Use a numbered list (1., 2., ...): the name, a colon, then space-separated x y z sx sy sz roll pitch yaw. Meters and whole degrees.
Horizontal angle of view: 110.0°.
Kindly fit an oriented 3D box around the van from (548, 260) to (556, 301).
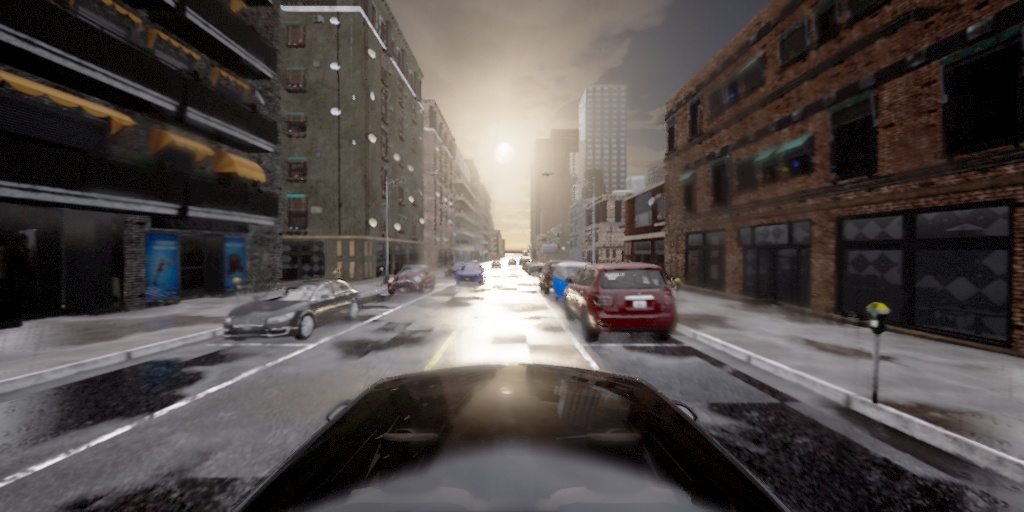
1. van: 2.697 1.152 15.295 1.690 1.789 3.998 0 0 0

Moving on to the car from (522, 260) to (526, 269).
1. car: 2.682 1.517 47.405 1.948 1.339 4.313 0 0 0

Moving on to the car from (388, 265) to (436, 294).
1. car: -5.681 1.275 20.714 1.967 1.591 4.097 0 0 0

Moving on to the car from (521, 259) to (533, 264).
1. car: 2.685 1.541 52.984 1.948 1.339 4.313 0 0 0

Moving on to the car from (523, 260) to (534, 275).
1. car: 2.712 1.487 41.833 2.007 1.370 4.403 0 0 0

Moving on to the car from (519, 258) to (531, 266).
1. car: 2.689 1.313 58.564 2.192 1.841 5.009 0 0 0

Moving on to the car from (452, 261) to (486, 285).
1. car: -3.083 1.343 27.544 1.882 1.535 5.008 0 0 0

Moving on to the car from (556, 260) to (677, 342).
1. car: 2.694 1.102 9.888 2.192 1.841 5.009 0 0 0

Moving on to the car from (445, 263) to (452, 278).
1. car: -5.672 1.346 36.936 1.967 1.591 4.097 0 0 0

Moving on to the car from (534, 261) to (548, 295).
1. car: 2.700 1.150 20.702 2.192 1.841 5.009 0 0 0

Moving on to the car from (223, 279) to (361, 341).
1. car: -5.687 1.338 9.900 2.007 1.370 4.403 0 0 0
